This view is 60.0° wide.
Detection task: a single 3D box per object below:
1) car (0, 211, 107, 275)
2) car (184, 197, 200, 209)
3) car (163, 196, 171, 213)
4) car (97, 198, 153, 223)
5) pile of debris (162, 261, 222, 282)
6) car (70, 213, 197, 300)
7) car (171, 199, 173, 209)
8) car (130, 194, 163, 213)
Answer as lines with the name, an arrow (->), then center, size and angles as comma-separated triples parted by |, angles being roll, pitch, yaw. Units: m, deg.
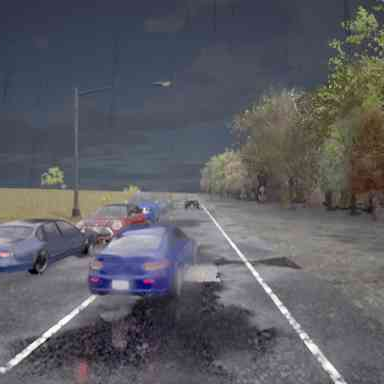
car -> -4.777, 1.545, 10.455 | 2.033, 1.411, 5.357 | 0, 0, 8
car -> 0.004, 1.483, 43.869 | 1.837, 1.490, 4.892 | 0, 0, 0
car -> -3.630, 1.337, 34.461 | 2.097, 1.767, 4.553 | 0, 0, 0
car -> -3.511, 1.347, 15.197 | 2.097, 1.767, 4.553 | 0, 0, 8
pile of debris -> -0.007, 2.172, 9.193 | 1.500, 0.140, 1.860 | 0, 0, 0
car -> -1.002, 1.508, 8.375 | 1.812, 1.442, 4.674 | -1, 1, 8
car -> -3.640, 1.329, 44.468 | 2.097, 1.767, 4.553 | 0, 0, 0
car -> -3.630, 1.213, 24.457 | 2.150, 2.045, 5.566 | 0, 0, -1
